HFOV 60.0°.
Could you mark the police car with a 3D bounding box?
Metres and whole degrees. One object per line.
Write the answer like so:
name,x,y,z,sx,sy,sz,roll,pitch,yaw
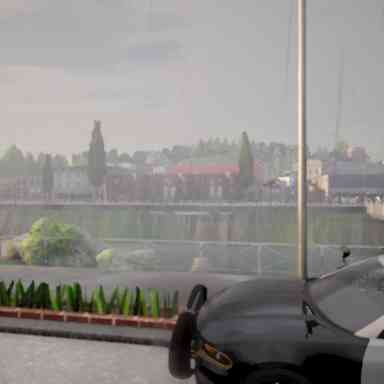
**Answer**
police car,2.390,1.381,3.466,5.238,1.638,1.930,0,4,10
